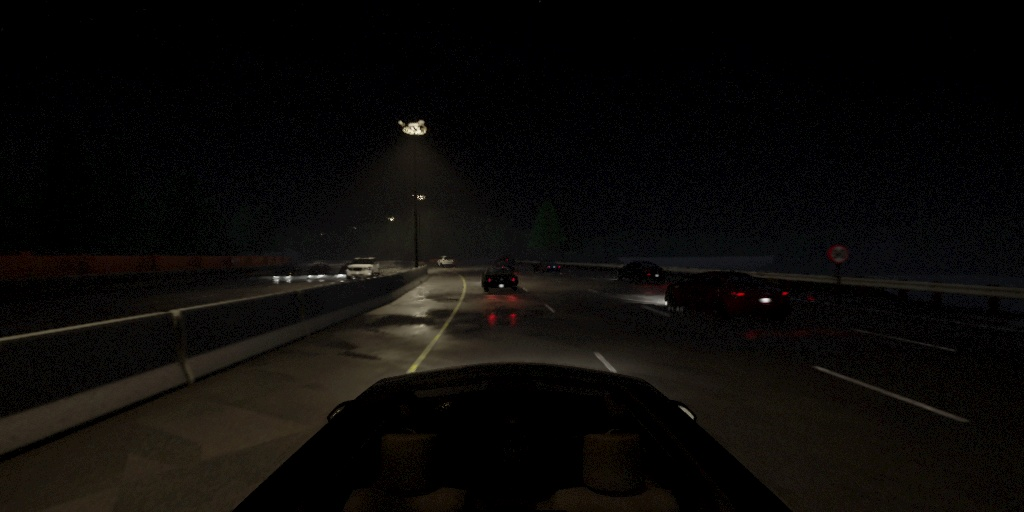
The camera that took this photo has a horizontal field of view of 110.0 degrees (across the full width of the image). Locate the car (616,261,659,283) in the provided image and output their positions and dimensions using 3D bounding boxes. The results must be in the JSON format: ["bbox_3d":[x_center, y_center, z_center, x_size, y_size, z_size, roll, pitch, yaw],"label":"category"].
[{"bbox_3d":[9.110,1.103,25.653,1.812,1.442,4.674,-1,0,-8],"label":"car"}]

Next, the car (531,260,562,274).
[{"bbox_3d":[3.713,1.178,39.424,2.033,1.411,5.357,-1,0,-15],"label":"car"}]

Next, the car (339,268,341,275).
[{"bbox_3d":[-19.624,1.525,43.597,1.994,1.385,4.181,-1,0,-15],"label":"car"}]

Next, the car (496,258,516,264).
[{"bbox_3d":[-1.097,1.292,44.449,1.895,1.301,4.718,-1,0,-15],"label":"car"}]

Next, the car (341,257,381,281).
[{"bbox_3d":[-13.672,1.117,33.252,2.150,2.045,5.566,-1,0,-11],"label":"car"}]

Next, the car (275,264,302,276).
[{"bbox_3d":[-26.655,1.674,42.861,1.994,1.385,4.181,-1,0,-16],"label":"car"}]

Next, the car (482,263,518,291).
[{"bbox_3d":[-0.848,1.329,21.638,1.895,1.301,4.718,-1,0,-7],"label":"car"}]

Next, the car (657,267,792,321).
[{"bbox_3d":[6.878,1.197,11.924,1.994,1.385,4.181,-1,0,-4],"label":"car"}]

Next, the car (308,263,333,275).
[{"bbox_3d":[-23.231,1.579,43.587,1.994,1.385,4.181,-1,0,-16],"label":"car"}]
